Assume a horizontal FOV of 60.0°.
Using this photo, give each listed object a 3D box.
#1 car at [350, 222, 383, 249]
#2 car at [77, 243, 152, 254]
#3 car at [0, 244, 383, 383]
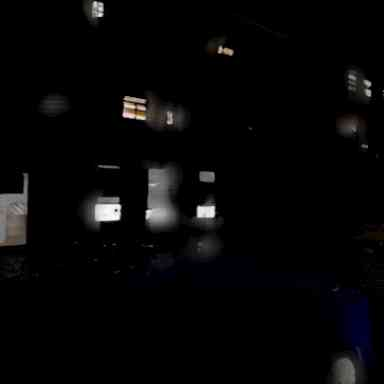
[{"bbox_3d":[7.502,1.546,11.847,4.829,1.417,1.752,0,1,-35],"label":"car"},{"bbox_3d":[-1.404,1.580,5.541,4.206,1.307,1.802,0,1,-35],"label":"car"},{"bbox_3d":[-0.252,1.478,3.200,5.008,1.535,1.882,0,0,-35],"label":"car"}]
